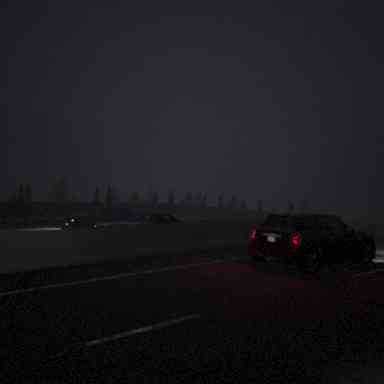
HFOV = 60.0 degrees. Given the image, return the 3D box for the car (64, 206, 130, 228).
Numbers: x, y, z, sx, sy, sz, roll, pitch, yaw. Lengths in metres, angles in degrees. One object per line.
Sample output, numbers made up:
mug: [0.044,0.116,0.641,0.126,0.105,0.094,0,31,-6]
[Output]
car: [-5.380,1.606,21.650,5.357,1.411,2.033,1,-1,-35]

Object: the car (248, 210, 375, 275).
car: [4.037,1.448,10.924,4.553,1.767,2.097,2,-1,-35]

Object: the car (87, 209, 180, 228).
car: [-2.095,1.641,15.393,4.718,1.301,1.895,1,-1,-36]
